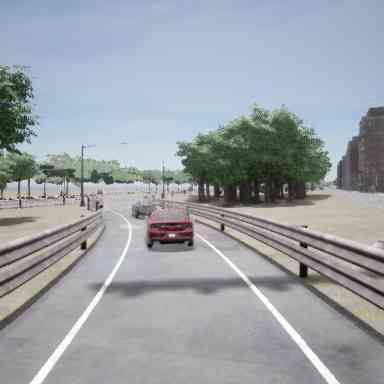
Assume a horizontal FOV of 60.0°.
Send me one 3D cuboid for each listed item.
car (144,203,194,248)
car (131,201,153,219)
[{"bbox_3d":[-1.105,1.504,15.099,1.882,1.535,5.008,0,0,-8],"label":"car"},{"bbox_3d":[-4.388,1.557,30.229,2.128,1.511,4.902,0,0,-16],"label":"car"}]
